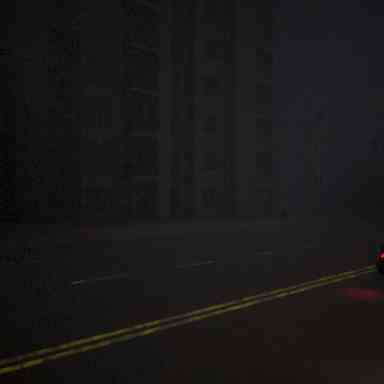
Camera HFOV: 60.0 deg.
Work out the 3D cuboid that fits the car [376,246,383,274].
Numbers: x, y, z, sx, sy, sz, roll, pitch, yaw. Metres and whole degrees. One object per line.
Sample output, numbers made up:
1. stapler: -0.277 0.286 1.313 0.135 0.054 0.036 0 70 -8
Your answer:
1. car: 6.995 1.561 8.823 5.357 1.411 2.033 0 0 -35
